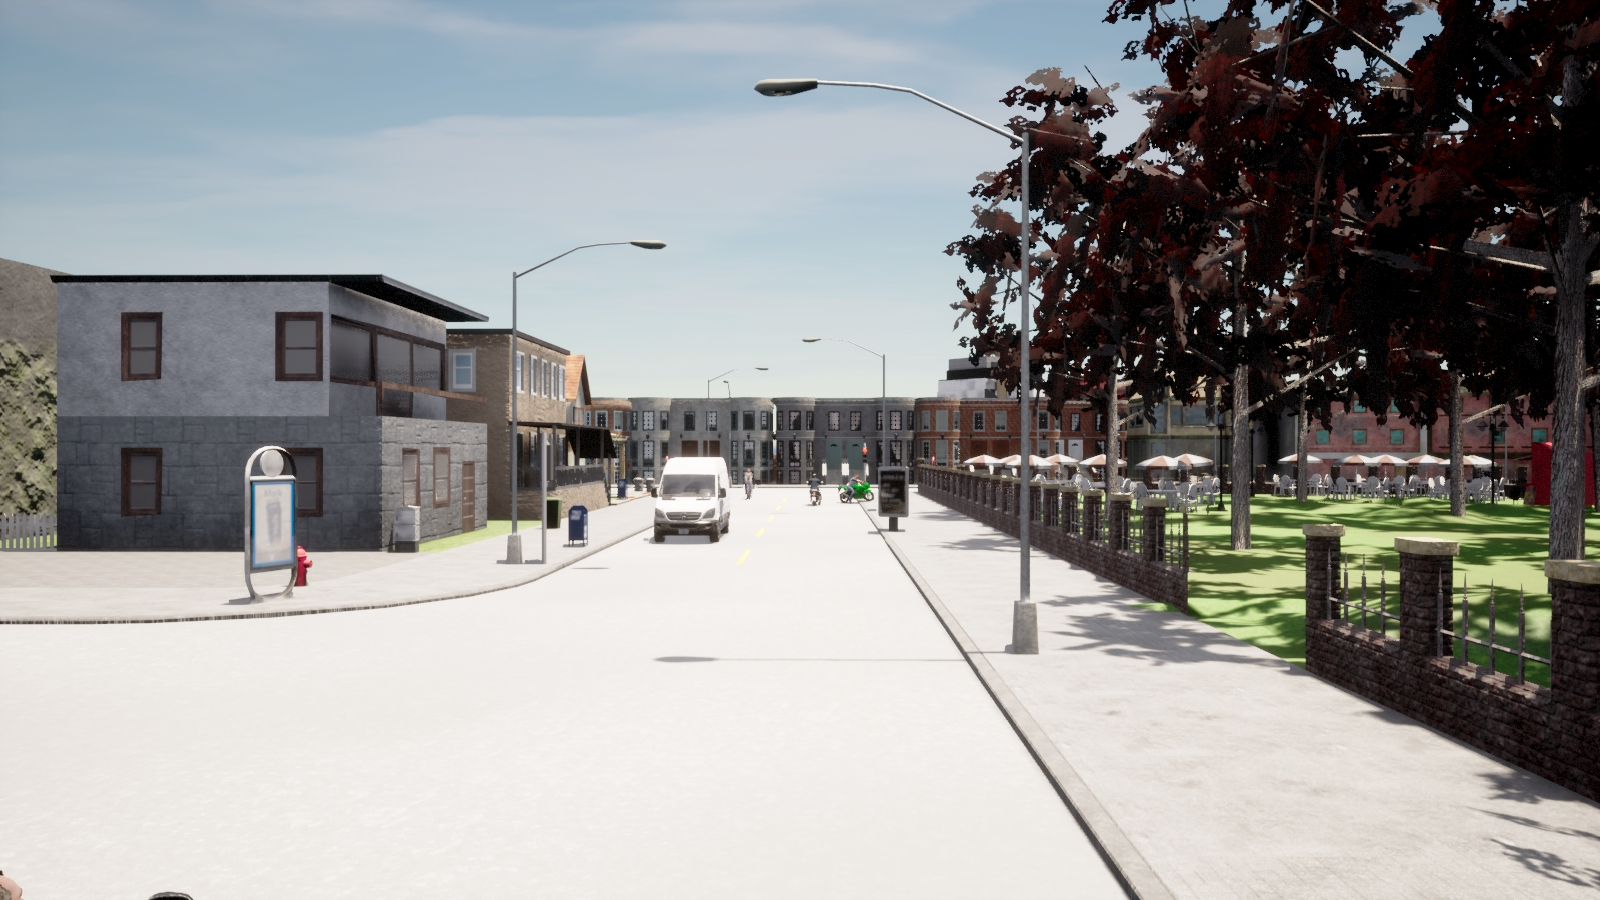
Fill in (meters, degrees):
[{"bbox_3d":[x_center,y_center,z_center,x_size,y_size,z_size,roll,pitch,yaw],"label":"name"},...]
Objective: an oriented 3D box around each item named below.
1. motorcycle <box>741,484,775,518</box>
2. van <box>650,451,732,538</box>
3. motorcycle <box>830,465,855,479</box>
[{"bbox_3d":[-1.677,1.985,45.065,0.867,1.251,2.209,0,0,-15],"label":"motorcycle"},{"bbox_3d":[-3.393,1.314,36.728,1.988,2.561,5.915,0,0,1],"label":"van"},{"bbox_3d":[3.779,1.939,101.151,2.033,1.145,0.803,-5,-2,27],"label":"motorcycle"}]
